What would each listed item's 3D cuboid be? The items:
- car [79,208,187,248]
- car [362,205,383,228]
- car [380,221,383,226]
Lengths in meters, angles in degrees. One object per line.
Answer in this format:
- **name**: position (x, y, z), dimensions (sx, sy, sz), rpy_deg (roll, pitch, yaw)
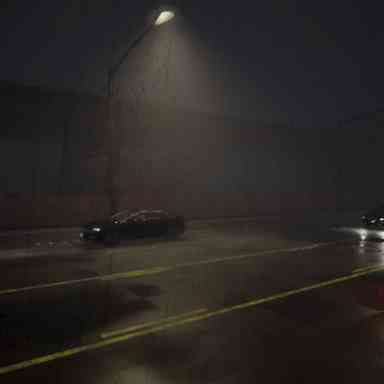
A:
- **car**: position (-2.530, 1.513, 15.075), dimensions (4.902, 1.511, 2.128), rpy_deg (0, 0, -35)
- **car**: position (13.157, 1.584, 21.949), dimensions (4.892, 1.490, 1.837), rpy_deg (1, 0, -35)
- **car**: position (7.259, 1.542, 8.927), dimensions (4.892, 1.490, 1.837), rpy_deg (0, 0, -36)
